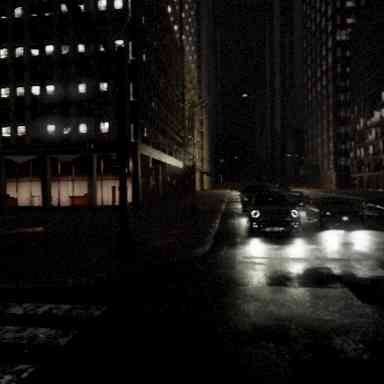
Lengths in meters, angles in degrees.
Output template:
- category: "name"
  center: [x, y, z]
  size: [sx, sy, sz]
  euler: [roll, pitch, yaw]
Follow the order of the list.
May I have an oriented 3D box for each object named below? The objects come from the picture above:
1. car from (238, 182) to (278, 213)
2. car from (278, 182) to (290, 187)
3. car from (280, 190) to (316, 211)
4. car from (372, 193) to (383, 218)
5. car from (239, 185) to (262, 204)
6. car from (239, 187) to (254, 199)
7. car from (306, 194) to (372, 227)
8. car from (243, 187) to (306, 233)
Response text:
- category: "car"
  center: [4.798, 0.403, 24.942]
  size: [2.150, 2.045, 5.566]
  euler: [-1, 2, 7]
- category: "car"
  center: [15.115, -0.689, 55.823]
  size: [2.150, 2.045, 5.566]
  euler: [-1, 2, 7]
- category: "car"
  center: [8.264, 0.641, 26.352]
  size: [1.994, 1.385, 4.181]
  euler: [-1, 2, 8]
- category: "car"
  center: [10.606, 0.778, 17.503]
  size: [2.128, 1.511, 4.902]
  euler: [-1, 2, 7]
- category: "car"
  center: [6.010, 0.235, 34.559]
  size: [2.097, 1.767, 4.553]
  euler: [-1, 2, 7]
- category: "car"
  center: [7.240, 0.089, 44.756]
  size: [1.812, 1.442, 4.674]
  euler: [-1, 2, 7]
- category: "car"
  center: [7.065, 0.936, 16.804]
  size: [1.994, 1.385, 4.181]
  euler: [-1, 2, 7]
- category: "car"
  center: [3.622, 0.827, 15.449]
  size: [2.097, 1.767, 4.553]
  euler: [-1, 2, 7]
